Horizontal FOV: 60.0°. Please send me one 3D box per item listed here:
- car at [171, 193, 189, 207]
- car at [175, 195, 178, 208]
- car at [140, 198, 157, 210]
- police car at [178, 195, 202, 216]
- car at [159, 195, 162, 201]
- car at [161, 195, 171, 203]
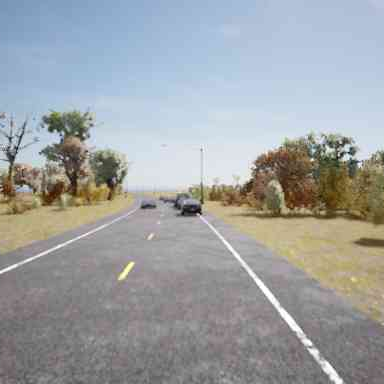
[{"bbox_3d":[-1.465,1.186,48.884,2.150,2.045,5.566,0,0,-6],"label":"car"},{"bbox_3d":[-0.891,1.477,42.847,1.837,1.490,4.892,0,0,-5],"label":"car"},{"bbox_3d":[-5.629,1.539,43.468,1.994,1.385,4.181,0,0,-5],"label":"car"},{"bbox_3d":[-0.114,1.407,32.932,1.930,1.638,5.238,0,0,-4],"label":"police car"},{"bbox_3d":[-7.130,1.431,83.000,2.128,1.511,4.902,0,0,-10],"label":"car"},{"bbox_3d":[-4.601,1.511,66.879,1.994,1.385,4.181,0,0,-8],"label":"car"}]
